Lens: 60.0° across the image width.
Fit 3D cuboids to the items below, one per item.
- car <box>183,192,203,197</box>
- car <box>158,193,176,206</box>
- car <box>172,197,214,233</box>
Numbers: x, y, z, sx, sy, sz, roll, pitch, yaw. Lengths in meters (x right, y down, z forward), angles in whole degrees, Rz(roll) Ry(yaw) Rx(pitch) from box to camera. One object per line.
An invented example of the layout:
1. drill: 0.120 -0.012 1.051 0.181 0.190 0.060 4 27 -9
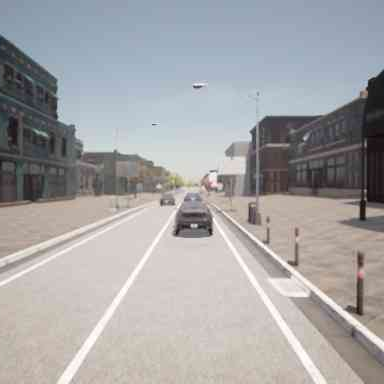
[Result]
1. car: 0.097 0.790 36.495 2.097 1.767 4.553 0 0 0
2. car: -3.003 0.921 41.283 1.837 1.490 4.892 0 0 0
3. car: 0.098 1.246 17.559 1.837 1.490 4.892 0 1 0
